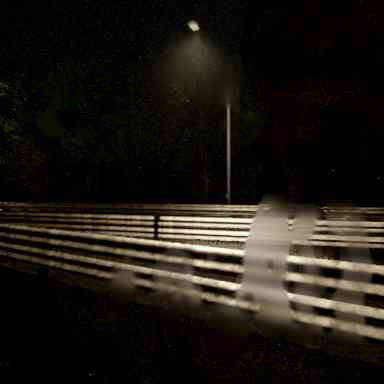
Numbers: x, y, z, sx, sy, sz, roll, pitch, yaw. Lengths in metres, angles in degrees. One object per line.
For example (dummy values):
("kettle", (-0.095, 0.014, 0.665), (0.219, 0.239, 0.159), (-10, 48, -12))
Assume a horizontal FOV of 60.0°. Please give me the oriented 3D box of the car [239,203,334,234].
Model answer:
("car", (4.682, 1.411, 16.817), (4.553, 1.767, 2.097), (0, 0, 20))
